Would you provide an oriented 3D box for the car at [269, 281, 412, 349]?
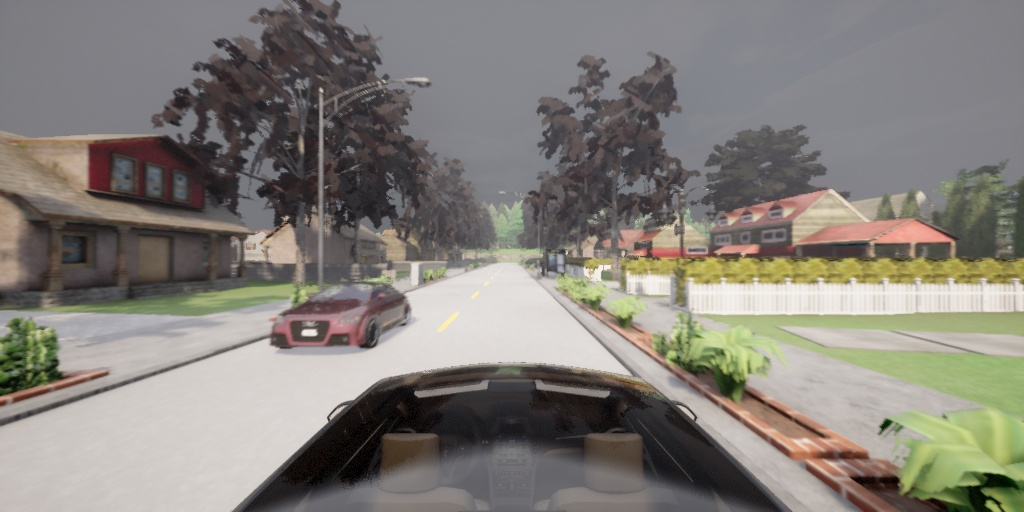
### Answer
[{"bbox_3d":[-4.006,1.351,9.116,1.994,1.385,4.181,0,0,1],"label":"car"}]
